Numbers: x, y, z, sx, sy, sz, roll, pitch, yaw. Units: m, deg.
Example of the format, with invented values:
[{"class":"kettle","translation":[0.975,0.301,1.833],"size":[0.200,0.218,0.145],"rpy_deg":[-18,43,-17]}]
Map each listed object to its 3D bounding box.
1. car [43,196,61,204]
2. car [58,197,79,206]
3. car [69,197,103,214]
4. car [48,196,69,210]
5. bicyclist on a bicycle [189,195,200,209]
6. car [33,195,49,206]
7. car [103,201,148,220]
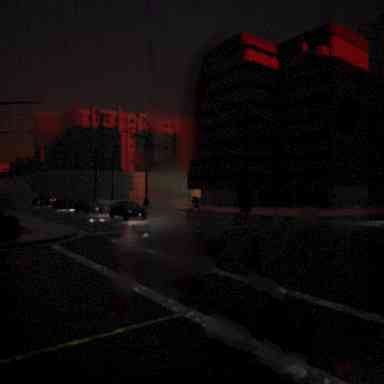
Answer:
[{"class":"car","translation":[-26.239,1.480,62.179],"size":[2.033,1.411,5.357],"rpy_deg":[0,0,-36]},{"class":"car","translation":[-20.097,1.533,53.924],"size":[1.895,1.301,4.718],"rpy_deg":[0,0,-36]},{"class":"car","translation":[-10.919,1.439,35.163],"size":[2.128,1.511,4.902],"rpy_deg":[0,0,-36]},{"class":"car","translation":[-16.748,1.512,43.121],"size":[1.994,1.385,4.181],"rpy_deg":[0,0,-36]},{"class":"bicyclist on a bicycle","translation":[0.328,1.201,38.398],"size":[1.656,1.620,0.582],"rpy_deg":[0,0,-36]},{"class":"car","translation":[-23.888,1.300,52.948],"size":[2.097,1.767,4.553],"rpy_deg":[0,0,-36]},{"class":"car","translation":[-5.410,1.473,27.653],"size":[1.812,1.442,4.674],"rpy_deg":[0,0,-36]}]
